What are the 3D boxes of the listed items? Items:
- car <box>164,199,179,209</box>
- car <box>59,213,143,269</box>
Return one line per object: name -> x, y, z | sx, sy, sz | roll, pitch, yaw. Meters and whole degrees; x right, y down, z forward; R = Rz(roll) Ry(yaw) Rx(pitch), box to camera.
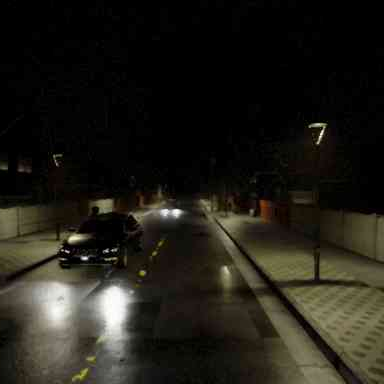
car -> -2.749, 1.639, 46.035 | 1.895, 1.301, 4.718 | 0, 0, 0
car -> -2.830, 1.515, 11.233 | 1.837, 1.490, 4.892 | 0, 0, 0
